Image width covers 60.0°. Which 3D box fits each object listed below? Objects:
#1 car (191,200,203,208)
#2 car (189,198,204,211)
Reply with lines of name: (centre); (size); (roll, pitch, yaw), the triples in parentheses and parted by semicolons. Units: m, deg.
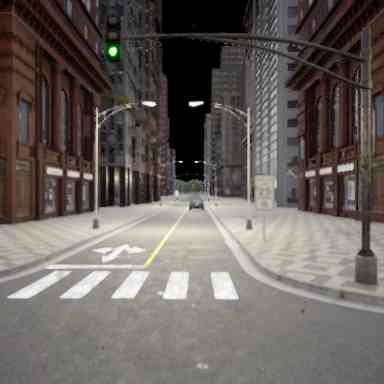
car: (0.829, 1.976, 56.429); (1.895, 1.301, 4.718); (0, 0, 1)
car: (0.658, 1.663, 46.366); (2.097, 1.767, 4.553); (0, 0, 1)
